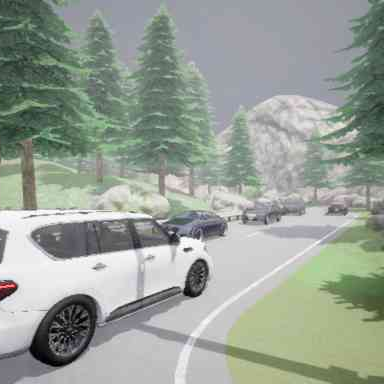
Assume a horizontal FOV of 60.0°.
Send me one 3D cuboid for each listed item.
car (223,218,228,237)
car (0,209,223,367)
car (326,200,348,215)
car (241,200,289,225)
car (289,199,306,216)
[{"bbox_3d":[0.110,1.573,16.110,1.994,1.385,4.181,0,0,31],"label":"car"},{"bbox_3d":[-1.683,1.340,6.190,2.150,2.045,5.566,0,-1,31],"label":"car"},{"bbox_3d":[15.227,1.609,34.887,1.812,1.442,4.674,1,0,24],"label":"car"},{"bbox_3d":[5.257,1.506,24.619,2.128,1.511,4.902,0,0,31],"label":"car"},{"bbox_3d":[10.322,1.525,33.494,1.837,1.490,4.892,0,0,24],"label":"car"}]
